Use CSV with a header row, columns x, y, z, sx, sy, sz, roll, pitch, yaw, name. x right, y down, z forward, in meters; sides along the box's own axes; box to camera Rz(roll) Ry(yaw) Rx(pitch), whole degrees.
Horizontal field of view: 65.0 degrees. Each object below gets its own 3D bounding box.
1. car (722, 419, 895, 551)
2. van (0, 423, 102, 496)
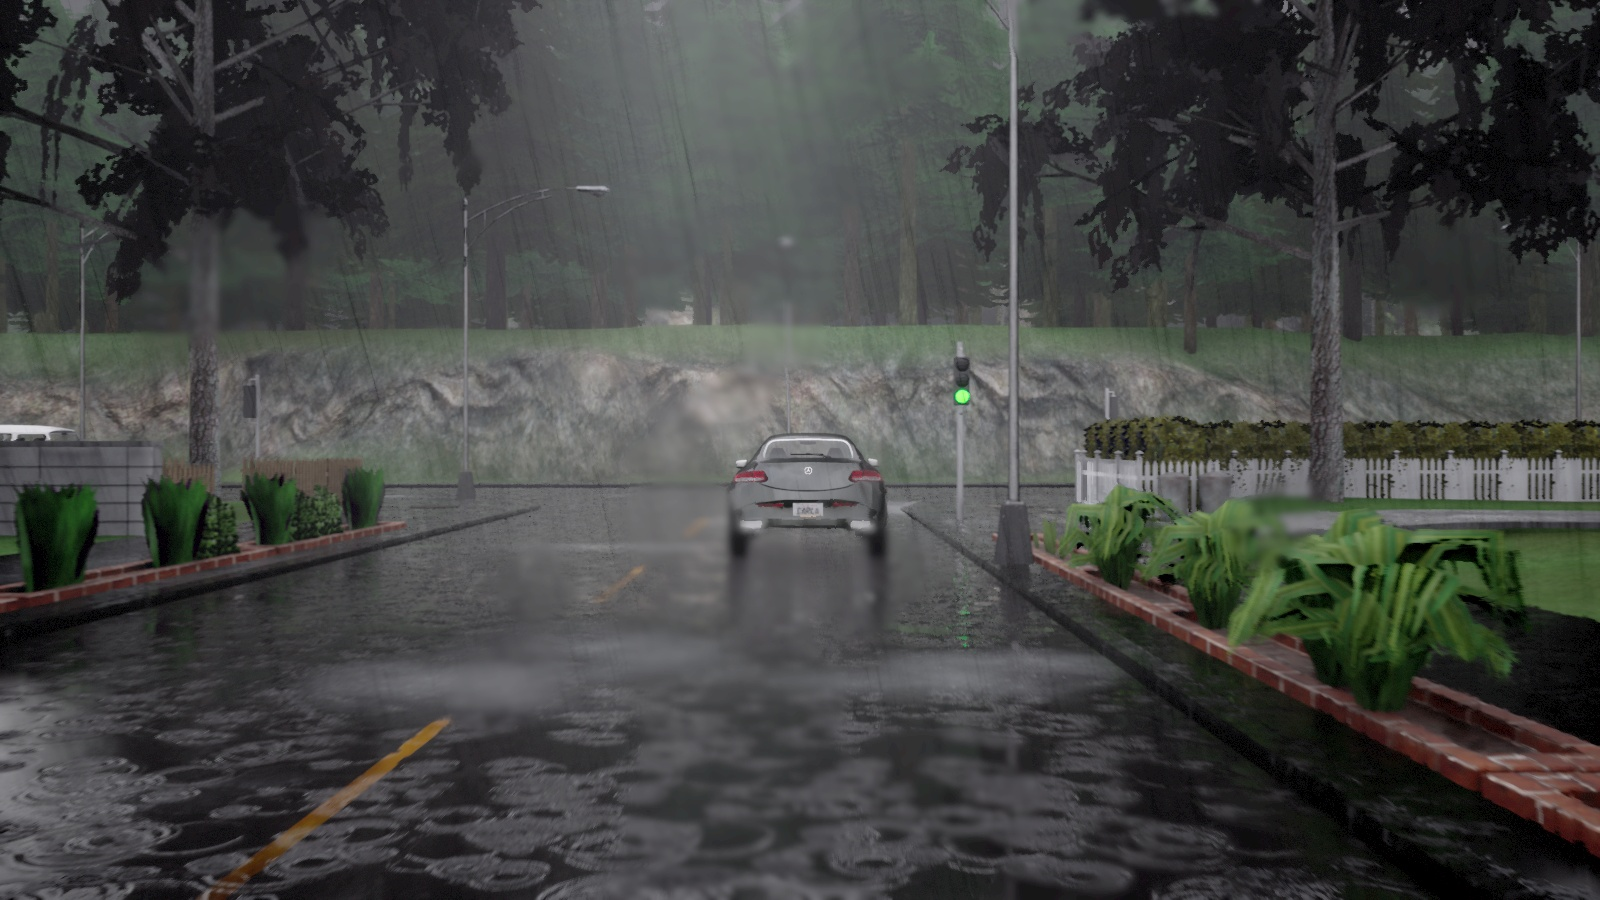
x,y,z,sx,sy,sz,roll,pitch,yaw,name
0.119,0.423,18.168,2.152,1.651,5.027,0,0,0,car
-22.825,0.249,36.008,4.480,2.038,2.069,0,0,0,van
